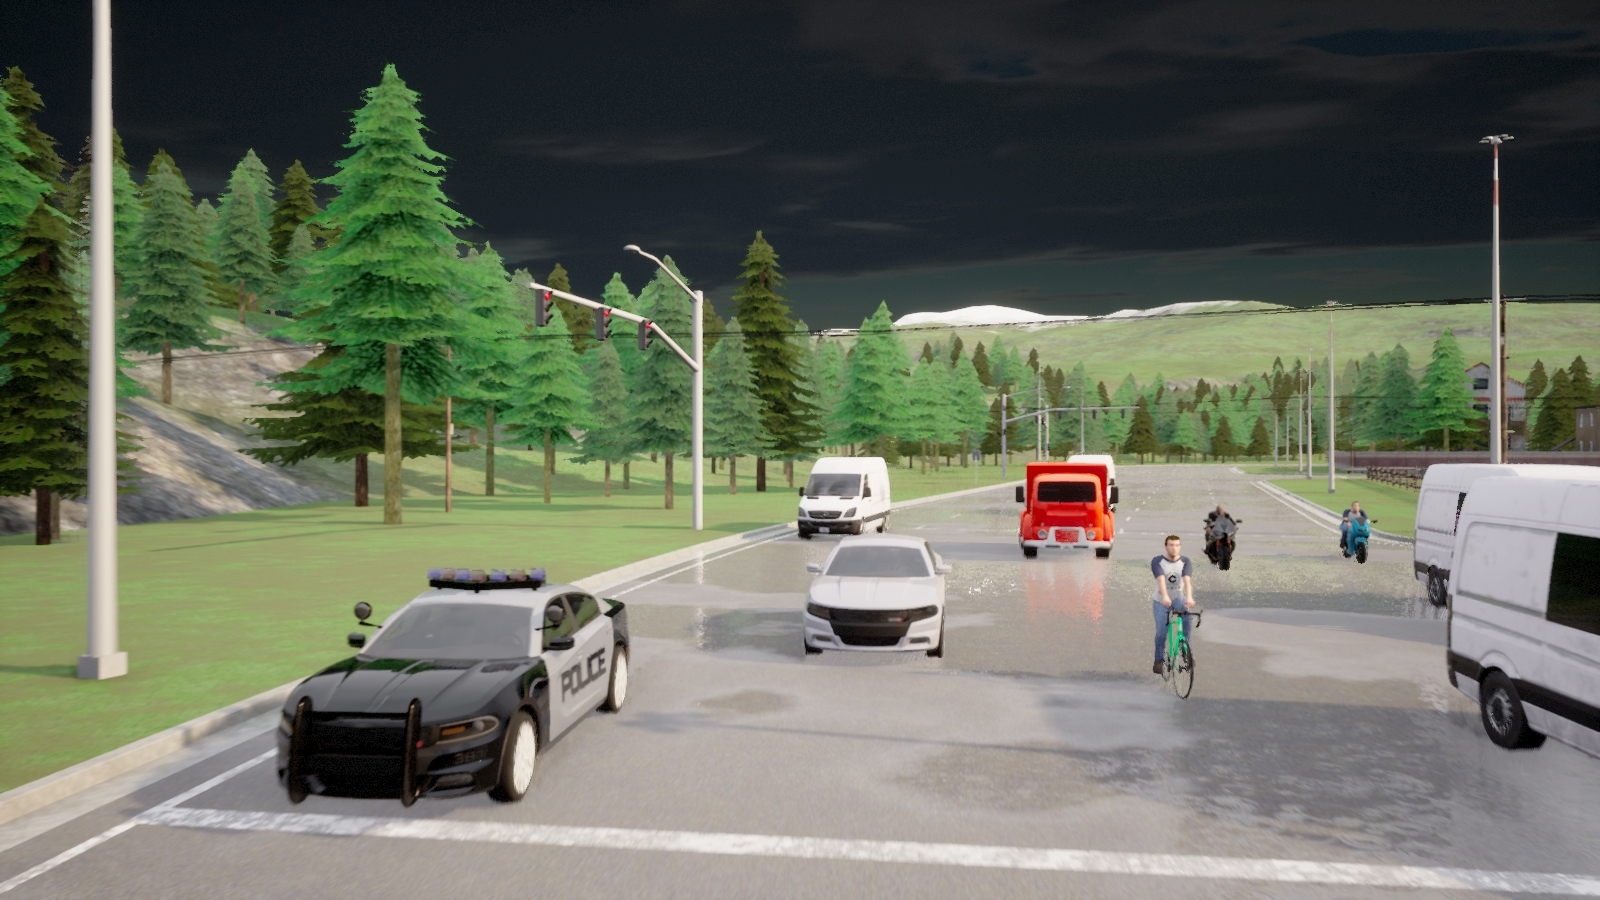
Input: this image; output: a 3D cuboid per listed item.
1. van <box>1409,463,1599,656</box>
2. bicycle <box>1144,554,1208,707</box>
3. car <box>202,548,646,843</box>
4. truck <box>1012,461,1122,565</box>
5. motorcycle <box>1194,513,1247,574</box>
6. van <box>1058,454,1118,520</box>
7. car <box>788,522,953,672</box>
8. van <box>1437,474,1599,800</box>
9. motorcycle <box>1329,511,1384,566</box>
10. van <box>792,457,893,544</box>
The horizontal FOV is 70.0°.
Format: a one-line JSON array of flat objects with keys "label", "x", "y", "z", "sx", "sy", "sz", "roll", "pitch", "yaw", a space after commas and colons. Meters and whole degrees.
[{"label": "van", "x": 11.967, "y": 1.528, "z": 18.399, "sx": 1.988, "sy": 2.561, "sz": 5.915, "roll": 0, "pitch": 0, "yaw": 9}, {"label": "bicycle", "x": 4.363, "y": 2.051, "z": 13.331, "sx": 0.373, "sy": 1.496, "sz": 1.643, "roll": 0, "pitch": 1, "yaw": 7}, {"label": "car", "x": -3.076, "y": 1.977, "z": 10.836, "sx": 2.097, "sy": 1.638, "sz": 5.238, "roll": 0, "pitch": 0, "yaw": 5}, {"label": "truck", "x": 7.115, "y": 1.559, "z": 30.519, "sx": 2.627, "sy": 2.467, "sz": 5.204, "roll": 0, "pitch": 0, "yaw": 13}, {"label": "motorcycle", "x": 9.933, "y": 2.196, "z": 27.077, "sx": 0.867, "sy": 1.251, "sz": 2.209, "roll": 0, "pitch": 0, "yaw": 12}, {"label": "van", "x": 12.424, "y": 1.514, "z": 49.018, "sx": 1.988, "sy": 2.561, "sz": 5.915, "roll": 0, "pitch": 1, "yaw": 19}, {"label": "car", "x": 1.215, "y": 2.028, "z": 17.062, "sx": 2.097, "sy": 1.535, "sz": 5.006, "roll": 0, "pitch": 0, "yaw": 7}, {"label": "van", "x": 7.397, "y": 1.532, "z": 8.922, "sx": 1.988, "sy": 2.561, "sz": 5.915, "roll": 0, "pitch": 0, "yaw": 5}, {"label": "motorcycle", "x": 13.810, "y": 2.177, "z": 28.404, "sx": 0.803, "sy": 1.199, "sz": 2.033, "roll": 0, "pitch": 0, "yaw": 13}, {"label": "van", "x": 1.488, "y": 1.521, "z": 36.997, "sx": 1.988, "sy": 2.561, "sz": 5.915, "roll": 0, "pitch": 0, "yaw": 15}]
